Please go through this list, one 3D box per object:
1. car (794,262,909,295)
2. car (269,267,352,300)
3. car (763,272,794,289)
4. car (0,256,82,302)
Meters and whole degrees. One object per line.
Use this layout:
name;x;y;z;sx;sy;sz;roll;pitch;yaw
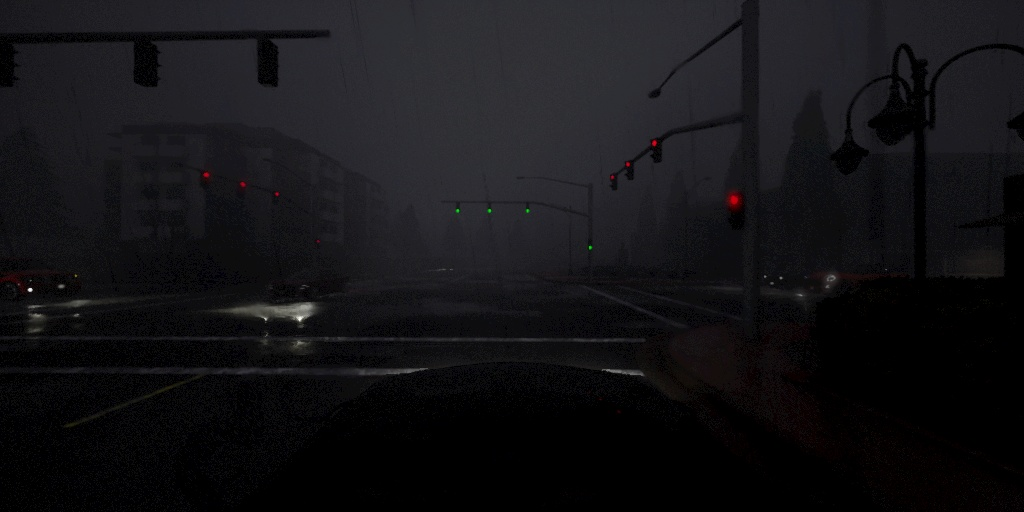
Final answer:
car;18.864;1.205;19.813;4.553;1.767;2.097;0;0;1
car;-10.136;1.365;18.431;1.882;1.535;5.008;0;0;2
car;19.178;1.474;23.306;4.718;1.301;1.895;0;0;1
car;-24.286;1.052;17.204;5.566;2.045;2.150;1;0;1
